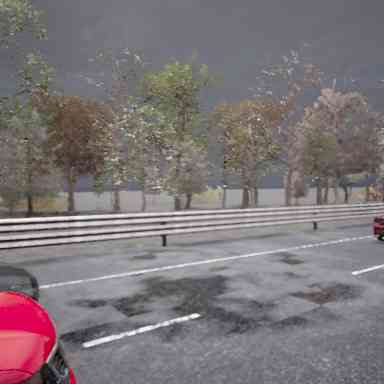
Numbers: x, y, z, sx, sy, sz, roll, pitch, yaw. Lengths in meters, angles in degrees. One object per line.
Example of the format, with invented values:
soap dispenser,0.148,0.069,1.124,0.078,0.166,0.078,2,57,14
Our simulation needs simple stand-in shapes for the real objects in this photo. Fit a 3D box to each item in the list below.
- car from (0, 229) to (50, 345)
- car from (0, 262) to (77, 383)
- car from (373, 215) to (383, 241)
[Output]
car,-4.765,1.484,4.582,4.892,1.490,1.837,0,0,-35
car,-3.345,1.212,1.298,5.566,2.045,2.150,0,0,-35
car,10.278,1.446,15.253,5.008,1.535,1.882,0,0,-35
